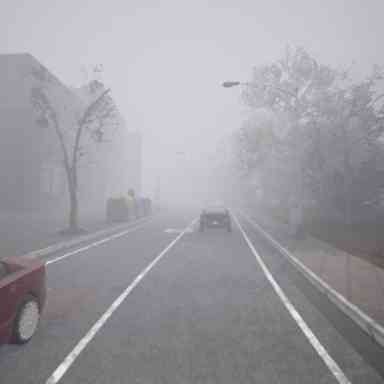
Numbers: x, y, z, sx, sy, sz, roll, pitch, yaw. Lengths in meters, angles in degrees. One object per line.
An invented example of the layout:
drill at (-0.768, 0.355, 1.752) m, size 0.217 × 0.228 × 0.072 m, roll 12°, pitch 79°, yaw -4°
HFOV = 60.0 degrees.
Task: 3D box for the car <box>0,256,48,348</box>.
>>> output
car at (-3.444, 1.498, 3.630) m, size 1.882 × 1.535 × 5.008 m, roll 0°, pitch 0°, yaw 2°

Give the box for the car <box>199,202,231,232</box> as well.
car at (1.511, 1.618, 21.432) m, size 1.882 × 1.535 × 5.008 m, roll 0°, pitch 0°, yaw 5°
